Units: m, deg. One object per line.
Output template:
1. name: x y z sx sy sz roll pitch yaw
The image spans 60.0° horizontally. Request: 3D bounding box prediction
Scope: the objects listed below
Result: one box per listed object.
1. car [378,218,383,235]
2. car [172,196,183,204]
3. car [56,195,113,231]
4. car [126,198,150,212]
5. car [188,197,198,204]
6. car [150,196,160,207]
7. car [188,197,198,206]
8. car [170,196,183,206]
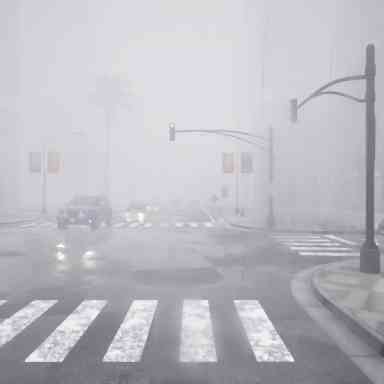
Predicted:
1. car: 11.613 1.415 16.127 4.553 1.767 2.097 0 0 1
2. car: -3.016 1.641 70.631 2.097 1.767 4.553 0 -1 0
3. car: -6.544 1.215 20.990 2.150 2.045 5.566 0 -1 0
4. car: -6.502 1.656 39.438 1.895 1.301 4.718 0 0 0
5. car: 0.172 1.705 69.827 2.033 1.411 5.357 0 -1 0
6. car: -6.435 1.648 55.851 2.128 1.511 4.902 0 0 0
7. car: 0.198 1.791 59.822 1.895 1.301 4.718 0 0 1
8. car: -3.000 1.735 59.539 2.033 1.411 5.357 0 0 -1
